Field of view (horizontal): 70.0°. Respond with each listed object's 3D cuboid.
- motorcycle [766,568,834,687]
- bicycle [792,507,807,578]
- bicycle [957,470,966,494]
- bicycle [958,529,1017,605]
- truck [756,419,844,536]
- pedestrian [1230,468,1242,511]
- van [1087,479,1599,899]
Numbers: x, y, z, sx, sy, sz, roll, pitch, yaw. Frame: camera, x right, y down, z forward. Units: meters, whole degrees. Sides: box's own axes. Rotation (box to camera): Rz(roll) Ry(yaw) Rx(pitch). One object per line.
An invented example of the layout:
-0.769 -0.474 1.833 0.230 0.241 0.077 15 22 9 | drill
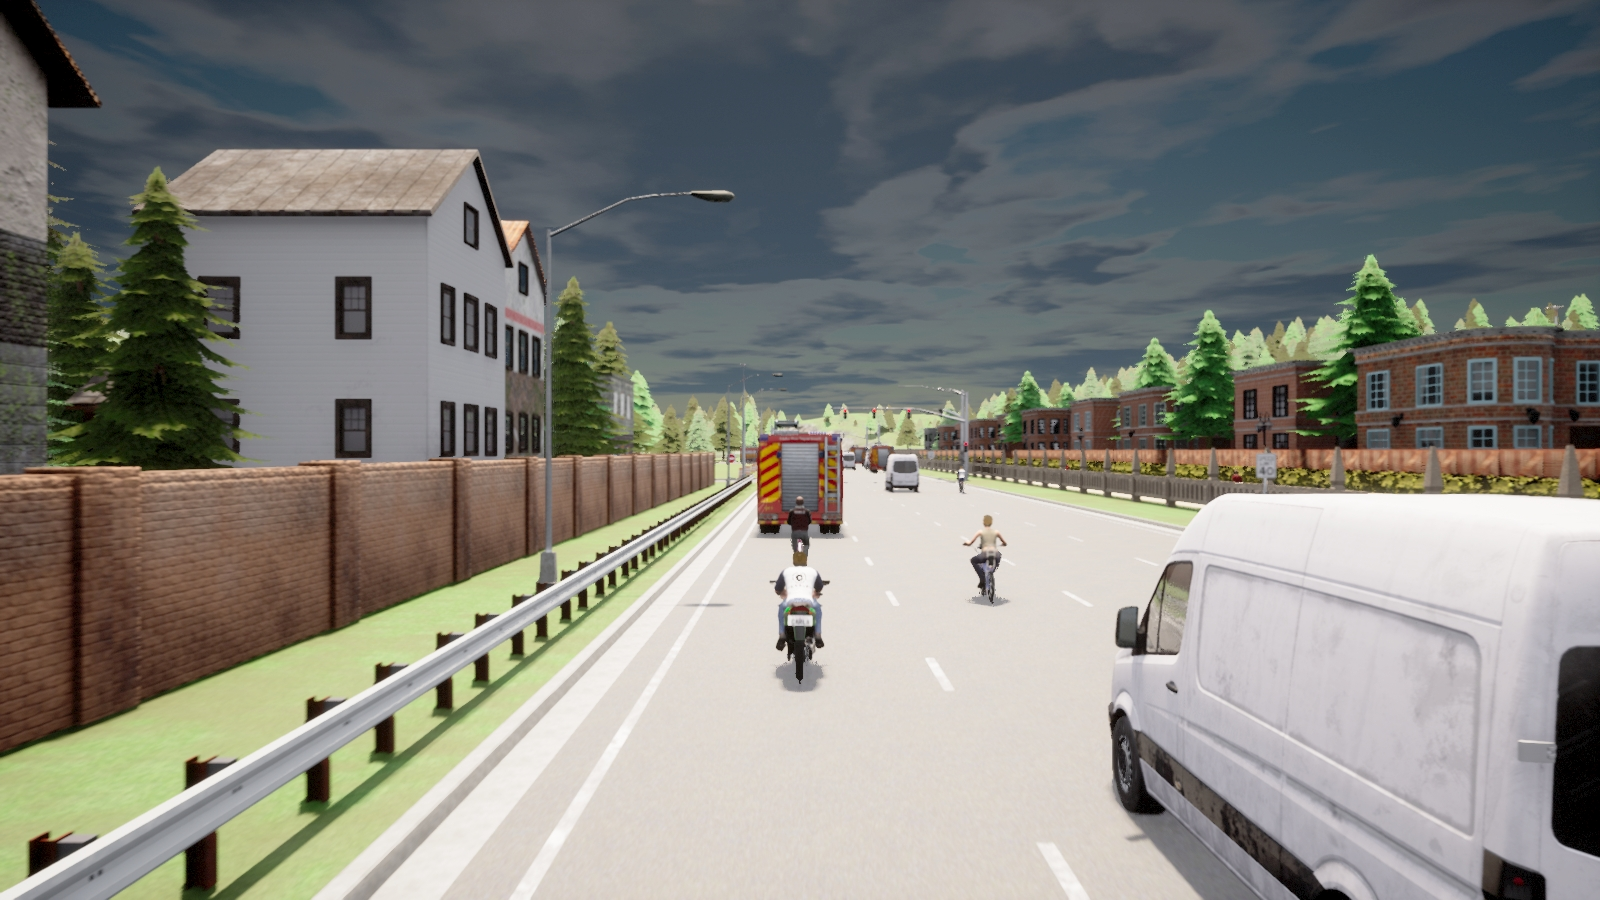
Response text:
-0.003 2.192 14.457 0.803 1.199 2.033 0 -1 0 | motorcycle
-0.010 2.073 26.036 0.329 1.471 1.835 0 0 0 | bicycle
10.491 2.089 74.365 0.373 1.496 1.643 0 0 0 | bicycle
3.497 2.168 21.388 0.859 1.277 1.487 0 0 0 | bicycle
-0.009 0.910 41.864 2.891 3.827 8.468 0 0 0 | truck
19.163 1.725 50.188 0.375 1.860 0.375 0 0 0 | pedestrian
3.495 1.539 6.990 1.988 2.561 5.915 0 0 0 | van
